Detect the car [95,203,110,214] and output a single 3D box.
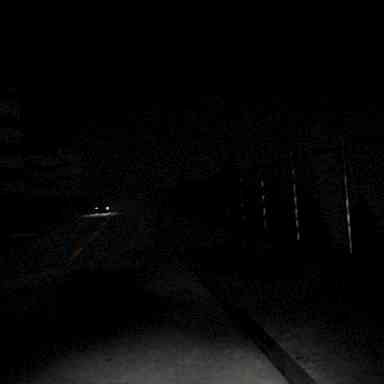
[{"bbox_3d":[-14.839,2.624,55.346,2.097,1.767,4.553,-4,0,-11],"label":"car"}]
